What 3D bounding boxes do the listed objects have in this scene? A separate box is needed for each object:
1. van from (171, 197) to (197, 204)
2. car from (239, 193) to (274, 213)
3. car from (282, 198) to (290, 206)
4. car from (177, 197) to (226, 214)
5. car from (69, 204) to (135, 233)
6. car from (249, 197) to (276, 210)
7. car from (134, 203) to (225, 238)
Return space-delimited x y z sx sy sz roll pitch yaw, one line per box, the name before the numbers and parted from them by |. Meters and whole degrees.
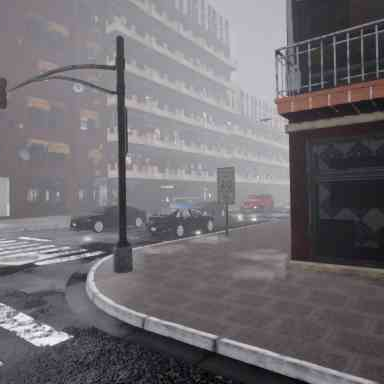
van | -0.399 1.365 30.424 1.690 1.788 3.998 -1 -1 36
car | 7.252 1.174 36.875 2.150 2.045 5.566 -1 -1 36
car | 15.713 1.496 52.935 1.752 1.417 4.829 -1 -1 36
car | 1.167 1.478 28.368 1.837 1.490 4.892 -1 -1 35
car | -4.882 1.475 19.919 1.882 1.535 5.008 -1 -1 36
car | 9.327 1.431 44.014 1.967 1.590 4.097 -1 -1 36
car | -0.470 1.435 16.778 2.008 1.369 4.403 -1 -1 36
